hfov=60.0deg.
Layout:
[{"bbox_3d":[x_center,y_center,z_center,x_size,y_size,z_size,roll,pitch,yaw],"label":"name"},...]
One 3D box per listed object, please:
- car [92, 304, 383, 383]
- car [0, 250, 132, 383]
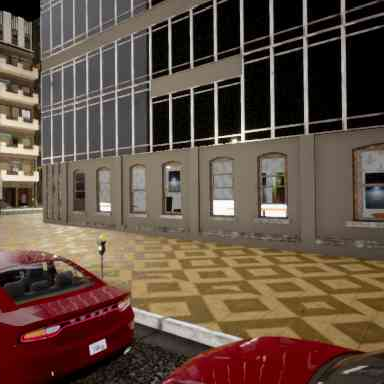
[{"bbox_3d":[1.738,1.545,1.645,4.507,1.381,1.887,0,-1,36],"label":"car"},{"bbox_3d":[-2.832,1.546,4.912,4.507,1.381,1.887,0,-1,36],"label":"car"}]
